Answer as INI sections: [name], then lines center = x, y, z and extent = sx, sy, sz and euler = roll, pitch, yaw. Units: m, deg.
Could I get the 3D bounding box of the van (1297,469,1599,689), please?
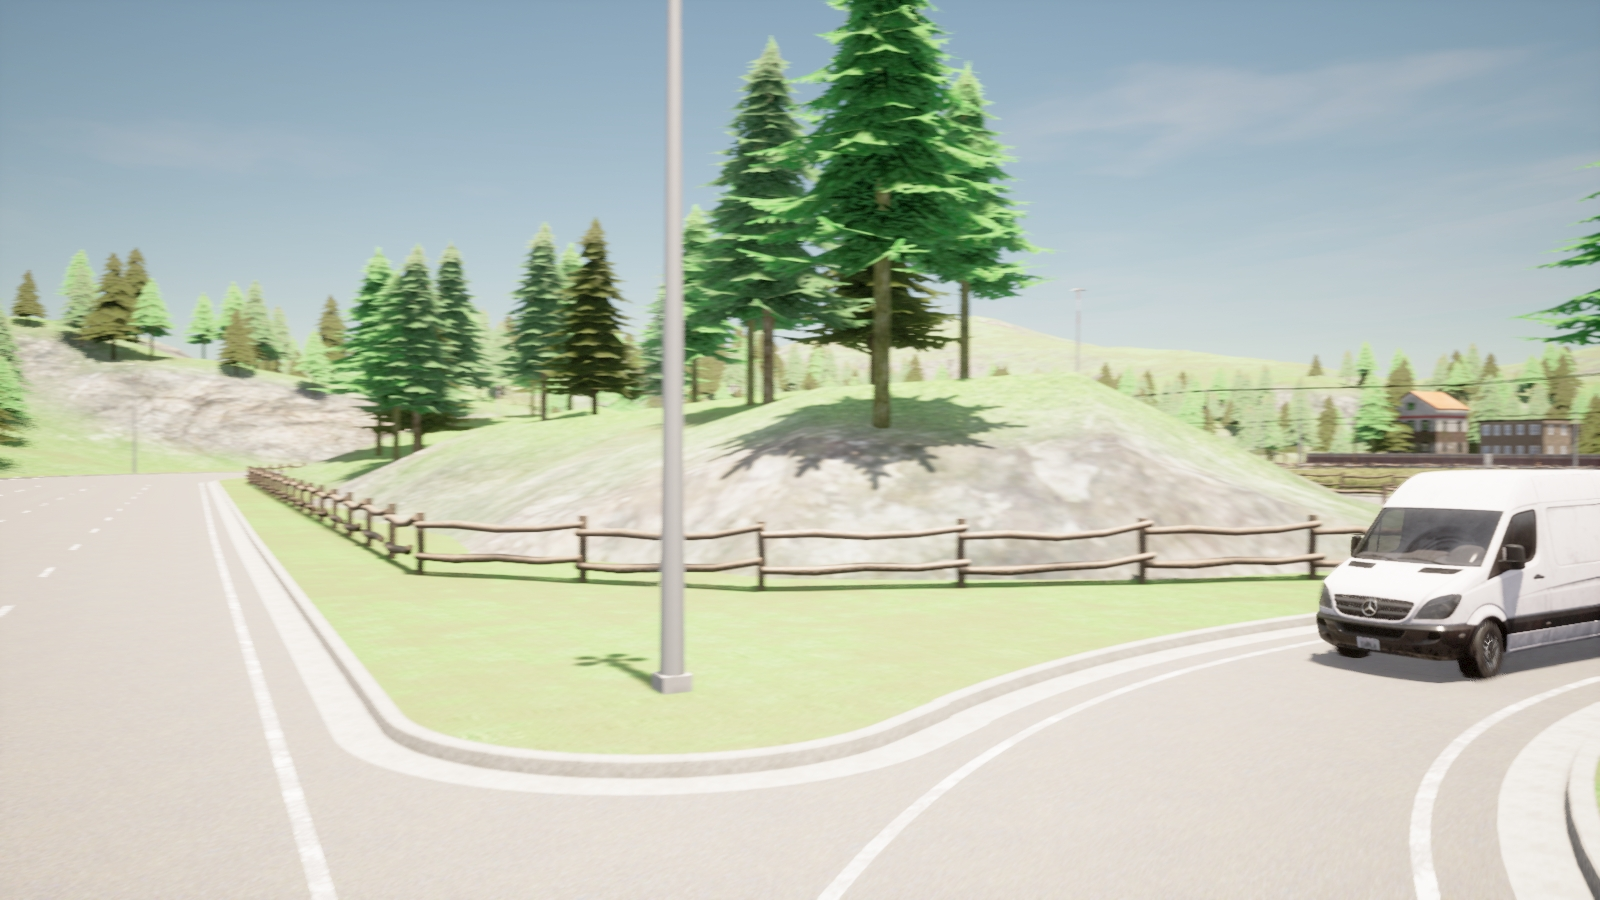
[van]
center = 9.686, 1.566, 15.869
extent = 5.915, 2.561, 1.988
euler = 0, -1, -31
